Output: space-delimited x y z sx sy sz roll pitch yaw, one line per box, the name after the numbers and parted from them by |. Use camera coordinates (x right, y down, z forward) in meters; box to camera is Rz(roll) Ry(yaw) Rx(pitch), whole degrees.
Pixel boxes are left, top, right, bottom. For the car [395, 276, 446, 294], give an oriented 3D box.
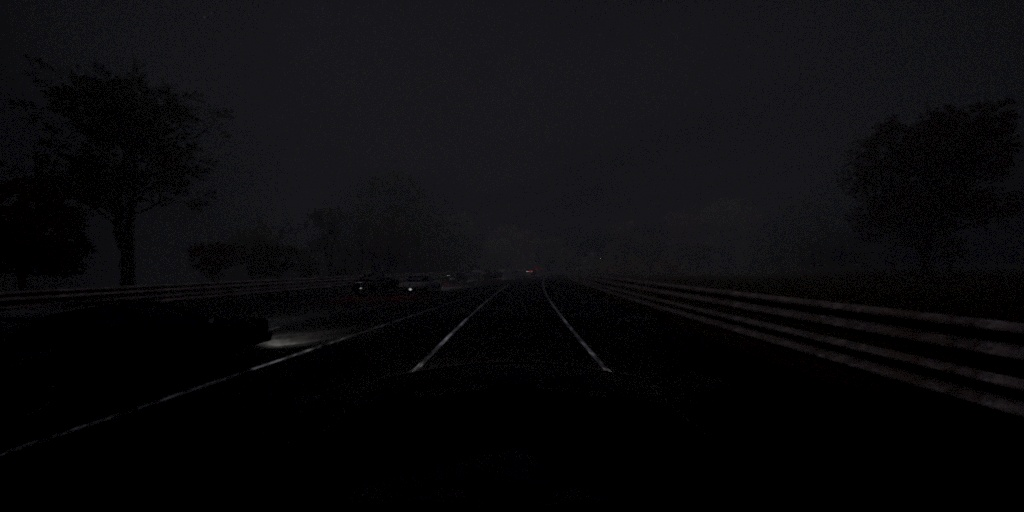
-7.157 2.238 28.586 1.895 1.301 4.718 -2 -2 9 | car

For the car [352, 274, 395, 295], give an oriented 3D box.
-10.677 2.216 28.572 2.128 1.511 4.902 -2 -2 9 | car

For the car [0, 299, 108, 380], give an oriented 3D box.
-10.296 1.584 5.813 1.895 1.301 4.718 -2 -2 7 | car

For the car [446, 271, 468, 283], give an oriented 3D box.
-7.423 2.770 48.254 2.128 1.511 4.902 -2 -2 10 | car

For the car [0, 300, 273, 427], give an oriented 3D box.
-6.750 1.445 5.902 2.033 1.411 5.357 -2 -2 7 | car

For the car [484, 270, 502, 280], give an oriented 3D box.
-2.812 2.840 54.027 2.128 1.511 4.902 -2 -2 11 | car
